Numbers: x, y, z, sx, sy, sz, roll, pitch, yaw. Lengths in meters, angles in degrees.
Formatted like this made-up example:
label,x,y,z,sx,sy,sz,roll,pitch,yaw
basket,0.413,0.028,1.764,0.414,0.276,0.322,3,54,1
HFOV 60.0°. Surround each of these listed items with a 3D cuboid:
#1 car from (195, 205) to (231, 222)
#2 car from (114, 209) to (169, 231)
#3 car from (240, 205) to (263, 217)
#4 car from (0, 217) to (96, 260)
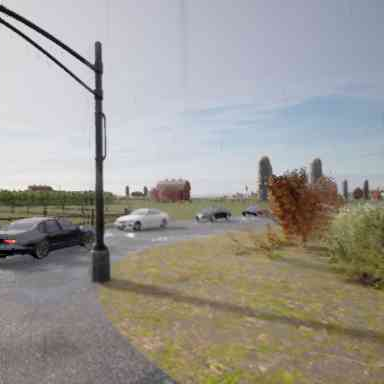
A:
label,x,y,z,sx,sy,sz,roll,pitch,yaw
car,2.109,2.085,32.730,2.128,1.511,4.902,-2,-2,34
car,-3.544,1.961,24.352,1.812,1.442,4.674,-2,-2,34
car,7.938,2.305,41.359,2.033,1.411,5.357,-2,-2,34
car,-5.823,1.719,13.270,2.033,1.411,5.357,-1,-2,14
